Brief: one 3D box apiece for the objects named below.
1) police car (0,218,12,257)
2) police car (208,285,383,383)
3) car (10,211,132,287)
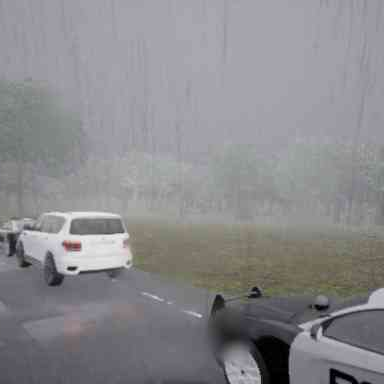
[{"bbox_3d":[-7.946,1.963,15.644,1.930,1.638,5.238,3,-3,-39],"label":"police car"},{"bbox_3d":[2.252,1.634,3.316,1.930,1.638,5.238,3,-3,-39],"label":"police car"},{"bbox_3d":[-4.066,1.638,10.967,2.150,2.045,5.566,3,-3,-39],"label":"car"}]
